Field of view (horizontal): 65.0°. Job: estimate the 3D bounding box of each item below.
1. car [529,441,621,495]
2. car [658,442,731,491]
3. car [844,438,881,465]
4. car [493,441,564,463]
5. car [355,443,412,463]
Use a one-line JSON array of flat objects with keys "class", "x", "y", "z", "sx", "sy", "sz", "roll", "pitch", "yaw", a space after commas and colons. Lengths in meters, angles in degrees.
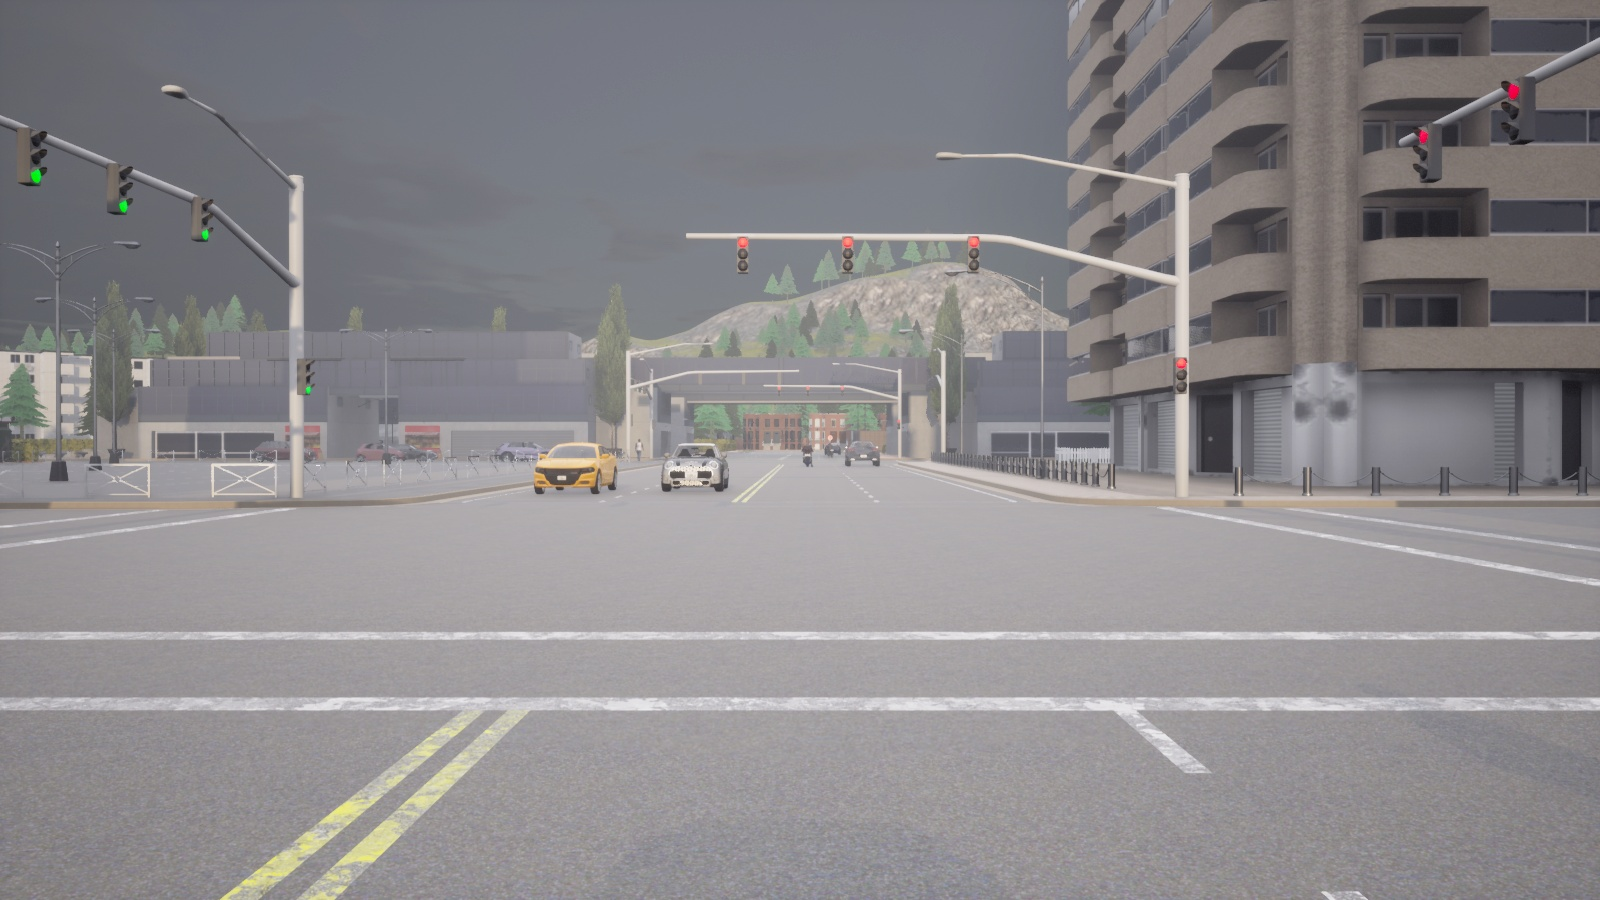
[{"class": "car", "x": -6.764, "y": 0.502, "z": 38.227, "sx": 1.882, "sy": 1.535, "sz": 5.008, "roll": 0, "pitch": 0, "yaw": 0}, {"class": "car", "x": -3.257, "y": 0.486, "z": 39.460, "sx": 1.970, "sy": 1.475, "sz": 3.806, "roll": 0, "pitch": 0, "yaw": 0}, {"class": "car", "x": 3.982, "y": 0.072, "z": 80.615, "sx": 2.152, "sy": 1.651, "sz": 5.027, "roll": 0, "pitch": 0, "yaw": 0}, {"class": "car", "x": -20.163, "y": 0.132, "z": 93.345, "sx": 4.856, "sy": 1.649, "sz": 2.033, "roll": 0, "pitch": 0, "yaw": 1}, {"class": "car", "x": -31.053, "y": 0.205, "z": 93.683, "sx": 3.633, "sy": 1.501, "sz": 1.845, "roll": 0, "pitch": 0, "yaw": 2}]
